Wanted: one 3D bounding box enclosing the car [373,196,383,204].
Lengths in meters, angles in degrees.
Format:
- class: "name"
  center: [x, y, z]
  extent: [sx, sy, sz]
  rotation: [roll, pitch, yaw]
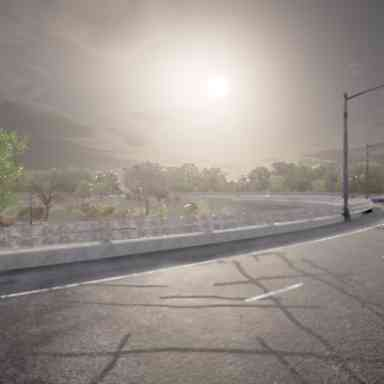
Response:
- class: "car"
  center: [37.174, 1.526, 65.338]
  extent: [1.882, 1.535, 5.008]
  rotation: [0, 0, 12]
